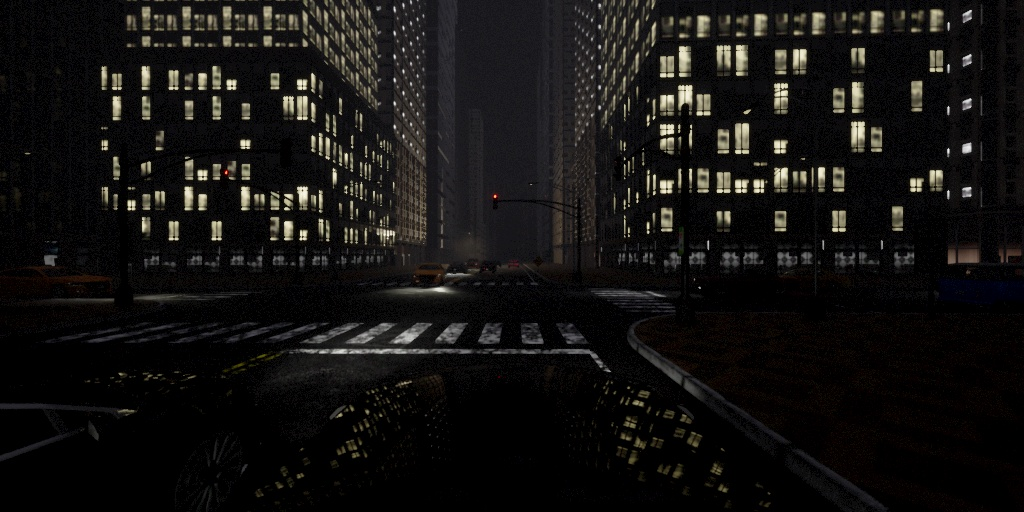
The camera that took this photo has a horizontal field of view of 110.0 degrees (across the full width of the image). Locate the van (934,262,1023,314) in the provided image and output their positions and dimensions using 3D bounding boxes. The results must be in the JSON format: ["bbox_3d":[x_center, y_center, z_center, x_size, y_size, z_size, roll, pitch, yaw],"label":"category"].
[{"bbox_3d":[18.407,1.120,13.182,3.998,1.789,1.690,0,0,2],"label":"van"}]

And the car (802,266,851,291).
[{"bbox_3d":[17.172,1.295,21.360,4.829,1.417,1.751,0,0,2],"label":"car"}]

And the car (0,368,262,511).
[{"bbox_3d":[-3.154,1.241,1.219,2.128,1.511,4.902,0,0,0],"label":"car"}]

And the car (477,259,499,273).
[{"bbox_3d":[-2.959,1.311,45.230,1.837,1.490,4.892,0,0,0],"label":"car"}]

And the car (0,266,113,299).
[{"bbox_3d":[-22.317,1.237,17.243,5.008,1.535,1.882,0,0,0],"label":"car"}]

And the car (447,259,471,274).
[{"bbox_3d":[-6.419,1.364,42.249,1.994,1.385,4.181,0,0,0],"label":"car"}]

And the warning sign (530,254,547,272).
[{"bbox_3d":[3.024,0.913,41.409,1.300,1.860,1.060,0,0,0],"label":"warning sign"}]

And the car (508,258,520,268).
[{"bbox_3d":[0.276,1.468,64.466,1.895,1.301,4.718,0,0,0],"label":"car"}]

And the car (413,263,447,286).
[{"bbox_3d":[-5.886,1.245,25.622,1.882,1.535,5.008,0,0,-9],"label":"car"}]

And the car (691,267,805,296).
[{"bbox_3d":[12.182,1.370,18.966,4.718,1.301,1.895,0,0,2],"label":"car"}]

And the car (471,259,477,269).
[{"bbox_3d":[-6.334,1.195,57.518,2.097,1.767,4.553,0,0,1],"label":"car"}]
